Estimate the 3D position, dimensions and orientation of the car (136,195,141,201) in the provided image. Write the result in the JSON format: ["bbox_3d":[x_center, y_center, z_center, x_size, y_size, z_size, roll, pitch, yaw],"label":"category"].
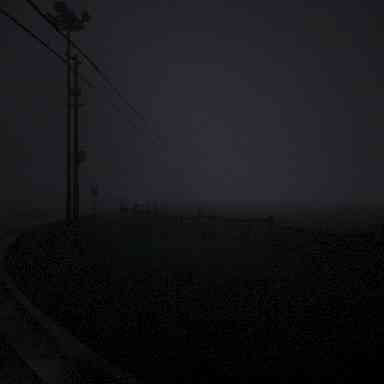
[{"bbox_3d":[-12.565,1.358,75.841,2.033,1.411,5.357,0,0,4],"label":"car"}]

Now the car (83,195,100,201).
[{"bbox_3d":[-23.038,1.355,76.593,2.033,1.411,5.357,0,0,4],"label":"car"}]

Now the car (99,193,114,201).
[{"bbox_3d":[-19.549,1.172,76.313,2.097,1.767,4.553,0,0,4],"label":"car"}]

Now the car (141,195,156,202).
[{"bbox_3d":[-9.236,1.464,73.165,1.882,1.535,5.008,0,0,4],"label":"car"}]

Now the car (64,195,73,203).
[{"bbox_3d":[-23.784,1.466,66.200,1.837,1.490,4.892,0,0,4],"label":"car"}]

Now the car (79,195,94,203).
[{"bbox_3d":[-20.293,1.463,65.950,1.882,1.535,5.008,0,0,4],"label":"car"}]

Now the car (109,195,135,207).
[{"bbox_3d":[-10.721,1.496,51.257,1.837,1.490,4.892,0,0,4],"label":"car"}]

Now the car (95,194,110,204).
[{"bbox_3d":[-16.802,1.534,65.699,2.033,1.411,5.357,0,0,4],"label":"car"}]

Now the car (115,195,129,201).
[{"bbox_3d":[-16.056,1.370,76.092,1.994,1.385,4.181,0,0,4],"label":"car"}]
